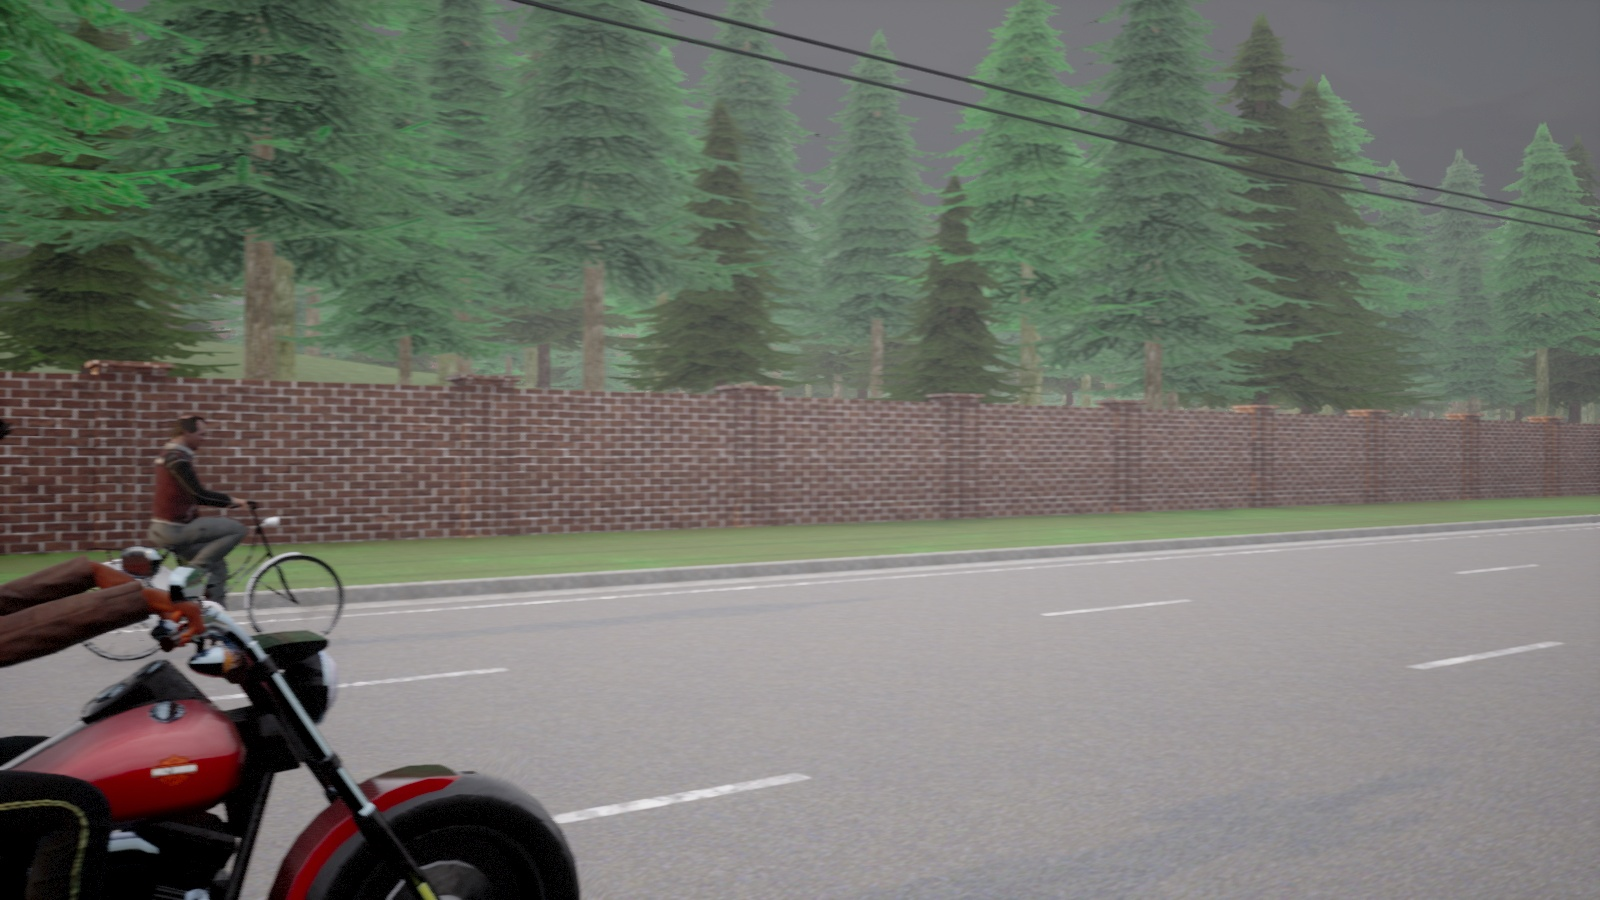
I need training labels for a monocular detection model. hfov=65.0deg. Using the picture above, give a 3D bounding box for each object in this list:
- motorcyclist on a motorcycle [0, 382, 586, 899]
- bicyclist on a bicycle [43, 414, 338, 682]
[{"bbox_3d":[-1.671,0.705,2.497,2.350,1.649,0.766,0,0,-35],"label":"motorcyclist on a motorcycle"},{"bbox_3d":[-4.399,0.648,9.125,1.843,1.776,0.659,0,0,-35],"label":"bicyclist on a bicycle"}]
